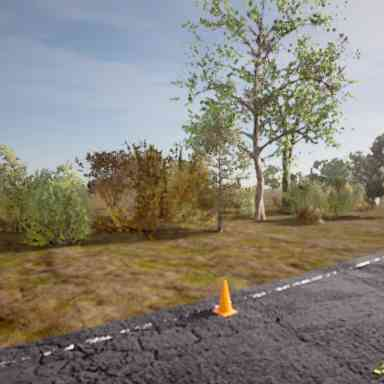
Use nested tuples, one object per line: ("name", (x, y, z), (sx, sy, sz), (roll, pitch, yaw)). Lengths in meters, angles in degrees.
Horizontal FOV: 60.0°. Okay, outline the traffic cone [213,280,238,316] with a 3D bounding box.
("traffic cone", (0.619, 1.947, 6.210), (0.340, 0.580, 0.340), (0, 0, -37))
